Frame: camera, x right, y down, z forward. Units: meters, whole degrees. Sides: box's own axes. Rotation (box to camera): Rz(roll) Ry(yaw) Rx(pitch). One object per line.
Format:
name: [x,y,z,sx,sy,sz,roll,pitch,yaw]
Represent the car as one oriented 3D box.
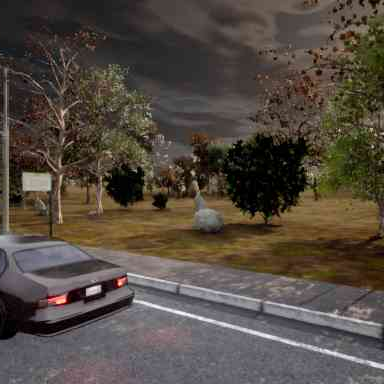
car: [-3.542,1.547,6.530,5.357,1.411,2.033,0,0,36]
